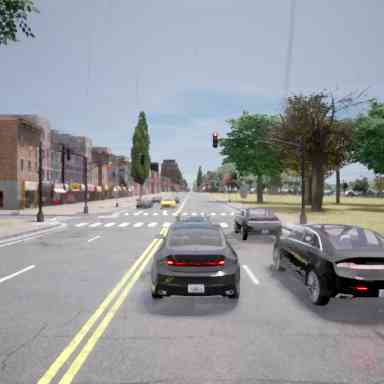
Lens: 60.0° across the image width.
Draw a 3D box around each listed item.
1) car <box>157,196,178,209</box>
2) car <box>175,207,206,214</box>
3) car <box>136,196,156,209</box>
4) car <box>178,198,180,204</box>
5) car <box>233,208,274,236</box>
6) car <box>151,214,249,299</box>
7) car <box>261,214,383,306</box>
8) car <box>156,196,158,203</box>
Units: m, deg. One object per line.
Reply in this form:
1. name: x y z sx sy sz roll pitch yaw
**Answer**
1. car: -3.353 1.566 47.092 1.882 1.535 5.008 0 1 0
2. car: 0.048 1.688 17.811 1.895 1.301 4.718 0 0 0
3. car: -6.605 1.656 46.548 1.994 1.385 4.181 0 0 0
4. car: -3.316 1.514 63.554 1.994 1.385 4.181 0 0 0
5. car: 3.294 1.576 17.275 2.128 1.511 4.902 0 0 0
6. car: 0.080 1.530 8.506 1.837 1.490 4.892 0 0 0
7. car: 3.328 1.514 8.065 2.128 1.511 4.902 0 0 0
8. car: -6.555 1.494 63.927 2.033 1.411 5.357 0 0 0
